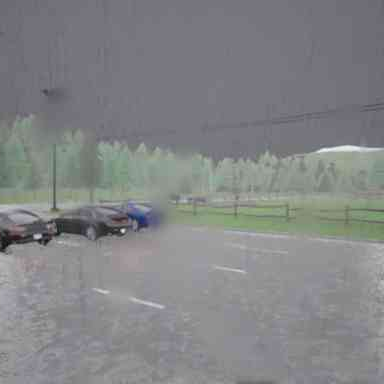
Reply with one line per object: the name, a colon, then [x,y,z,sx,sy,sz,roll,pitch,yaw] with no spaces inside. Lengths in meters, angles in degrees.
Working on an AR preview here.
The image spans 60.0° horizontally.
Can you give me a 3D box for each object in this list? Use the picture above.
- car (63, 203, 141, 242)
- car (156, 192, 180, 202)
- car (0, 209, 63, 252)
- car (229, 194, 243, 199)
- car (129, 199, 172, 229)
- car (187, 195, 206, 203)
car: [-4.975,1.419,15.986,4.892,1.490,1.837,1,1,36]
car: [-4.701,0.940,66.491,2.150,2.045,5.566,1,1,36]
car: [-7.503,1.434,13.493,4.674,1.442,1.812,1,0,36]
car: [10.019,1.106,74.896,2.097,1.767,4.553,0,0,36]
car: [-3.717,1.384,19.390,5.008,1.535,1.882,0,0,36]
car: [0.813,1.329,62.239,1.994,1.385,4.181,0,0,36]
